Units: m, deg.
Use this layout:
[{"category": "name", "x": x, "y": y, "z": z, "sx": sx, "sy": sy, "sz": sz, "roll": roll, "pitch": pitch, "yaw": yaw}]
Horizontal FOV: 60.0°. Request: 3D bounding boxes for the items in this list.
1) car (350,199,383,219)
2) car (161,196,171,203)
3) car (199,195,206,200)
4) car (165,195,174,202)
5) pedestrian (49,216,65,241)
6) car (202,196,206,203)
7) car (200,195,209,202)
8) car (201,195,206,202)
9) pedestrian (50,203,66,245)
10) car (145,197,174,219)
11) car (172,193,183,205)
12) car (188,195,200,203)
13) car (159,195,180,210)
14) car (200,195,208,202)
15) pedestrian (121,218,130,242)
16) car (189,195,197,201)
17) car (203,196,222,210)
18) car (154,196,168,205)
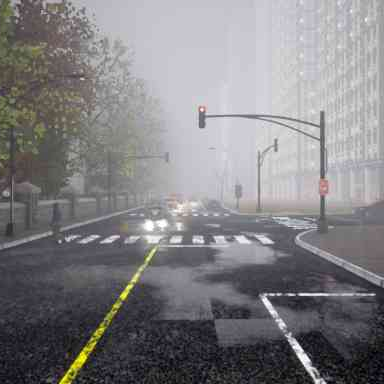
[{"category": "car", "x": 14.880, "y": 1.262, "z": 25.956, "sx": 4.674, "sy": 1.442, "sz": 1.812, "roll": -1, "pitch": 0, "yaw": 0}, {"category": "car", "x": -5.492, "y": 1.577, "z": 70.794, "sx": 1.752, "sy": 1.417, "sz": 4.829, "roll": 0, "pitch": 0, "yaw": 0}, {"category": "car", "x": 2.950, "y": 1.641, "z": 93.469, "sx": 2.008, "sy": 1.369, "sz": 4.403, "roll": 0, "pitch": 0, "yaw": 0}, {"category": "car", "x": -5.460, "y": 1.510, "z": 82.227, "sx": 1.967, "sy": 1.590, "sz": 4.097, "roll": 0, "pitch": 0, "yaw": 0}, {"category": "pedestrian", "x": -6.230, "y": 1.675, "z": 15.357, "sx": 0.500, "sy": 1.100, "sz": 0.500, "roll": 0, "pitch": 0, "yaw": 0}, {"category": "car", "x": 2.825, "y": 1.591, "z": 48.410, "sx": 1.947, "sy": 1.339, "sz": 4.313, "roll": 0, "pitch": 0, "yaw": 0}, {"category": "car", "x": 2.904, "y": 1.501, "z": 76.573, "sx": 1.967, "sy": 1.590, "sz": 4.097, "roll": 0, "pitch": 0, "yaw": 0}, {"category": "car", "x": 2.841, "y": 1.597, "z": 54.043, "sx": 1.947, "sy": 1.339, "sz": 4.313, "roll": 0, "pitch": 0, "yaw": 0}, {"category": "pedestrian", "x": -5.740, "y": 1.297, "z": 14.158, "sx": 0.375, "sy": 1.860, "sz": 0.375, "roll": 0, "pitch": 0, "yaw": 0}, {"category": "car", "x": -3.018, "y": 1.504, "z": 29.623, "sx": 2.128, "sy": 1.511, "sz": 4.902, "roll": 0, "pitch": 0, "yaw": 0}, {"category": "car", "x": -2.893, "y": 1.262, "z": 61.108, "sx": 2.150, "sy": 2.045, "sz": 5.566, "roll": 0, "pitch": 0, "yaw": 1}, {"category": "car", "x": 0.194, "y": 1.638, "z": 70.101, "sx": 1.895, "sy": 1.301, "sz": 4.718, "roll": 0, "pitch": 0, "yaw": 0}, {"category": "car", "x": -2.973, "y": 1.499, "z": 44.108, "sx": 1.882, "sy": 1.535, "sz": 5.008, "roll": 0, "pitch": 0, "yaw": 0}, {"category": "car", "x": 2.920, "y": 1.510, "z": 82.204, "sx": 1.967, "sy": 1.590, "sz": 4.097, "roll": 0, "pitch": 0, "yaw": 0}, {"category": "pedestrian", "x": -2.918, "y": 1.676, "z": 14.748, "sx": 0.500, "sy": 1.100, "sz": 0.500, "roll": 0, "pitch": 0, "yaw": 0}, {"category": "car", "x": 0.222, "y": 1.441, "z": 80.071, "sx": 1.837, "sy": 1.490, "sz": 4.892, "roll": 0, "pitch": 0, "yaw": 0}, {"category": "car", "x": 2.810, "y": 1.586, "z": 42.778, "sx": 1.947, "sy": 1.339, "sz": 4.313, "roll": 0, "pitch": 0, "yaw": 0}, {"category": "car", "x": -5.523, "y": 1.477, "z": 59.699, "sx": 1.967, "sy": 1.590, "sz": 4.097, "roll": 0, "pitch": 0, "yaw": 0}]
